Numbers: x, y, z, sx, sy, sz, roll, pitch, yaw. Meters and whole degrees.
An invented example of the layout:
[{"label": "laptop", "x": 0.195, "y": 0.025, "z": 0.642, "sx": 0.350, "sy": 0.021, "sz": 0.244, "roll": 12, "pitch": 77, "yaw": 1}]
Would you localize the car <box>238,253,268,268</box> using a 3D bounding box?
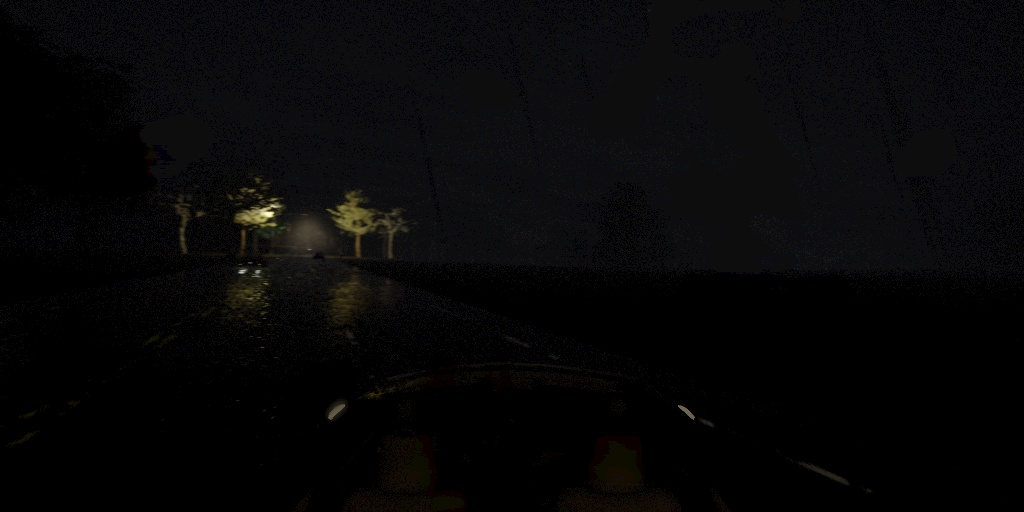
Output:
[{"label": "car", "x": -25.112, "y": 0.422, "z": 34.911, "sx": 1.994, "sy": 1.385, "sz": 4.181, "roll": 3, "pitch": 0, "yaw": -28}]
